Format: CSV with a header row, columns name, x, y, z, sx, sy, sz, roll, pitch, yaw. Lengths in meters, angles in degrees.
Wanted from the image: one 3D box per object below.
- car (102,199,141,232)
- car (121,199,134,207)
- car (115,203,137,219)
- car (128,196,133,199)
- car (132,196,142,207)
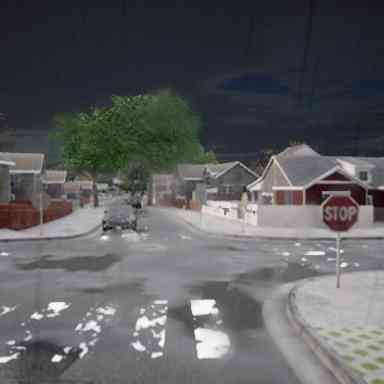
name,x,y,z,sx,sy,sz,roll,pitch,yaw
car,-4.661,1.572,21.998,2.097,1.767,4.553,0,-1,-8
car,-12.674,2.112,64.881,2.128,1.511,4.902,0,-1,-15
car,-6.866,1.888,34.340,2.033,1.411,5.357,0,-1,-13
car,-9.642,1.797,45.140,2.097,1.767,4.553,0,0,-16
car,-9.692,1.744,54.969,2.150,2.045,5.566,0,0,-17
